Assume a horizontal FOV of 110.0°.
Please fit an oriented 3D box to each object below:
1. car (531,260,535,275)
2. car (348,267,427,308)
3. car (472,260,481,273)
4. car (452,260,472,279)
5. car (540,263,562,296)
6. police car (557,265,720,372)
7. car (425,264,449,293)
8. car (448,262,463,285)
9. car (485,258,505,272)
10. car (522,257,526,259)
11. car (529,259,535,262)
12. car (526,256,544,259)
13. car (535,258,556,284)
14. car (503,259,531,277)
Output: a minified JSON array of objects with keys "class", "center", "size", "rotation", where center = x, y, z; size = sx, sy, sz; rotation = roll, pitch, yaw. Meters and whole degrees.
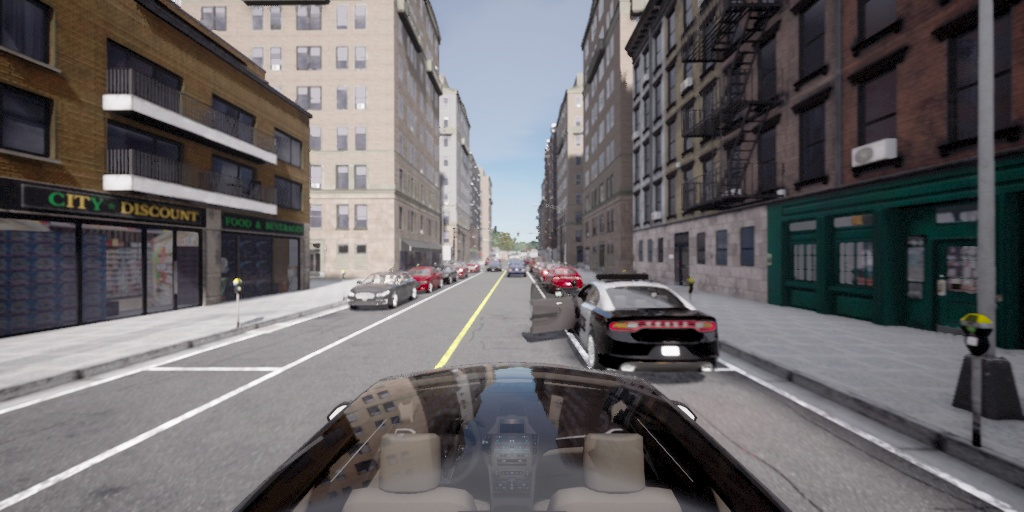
[{"class":"car","center":[3.008,1.278,31.885],"size":[1.888,1.381,4.507],"rotation":[0,0,1]},{"class":"car","center":[-5.218,1.308,14.934],"size":[2.007,1.370,4.403],"rotation":[0,0,1]},{"class":"car","center":[-4.882,1.186,43.344],"size":[1.967,1.591,4.097],"rotation":[0,0,1]},{"class":"car","center":[-5.016,1.191,31.980],"size":[1.967,1.591,4.097],"rotation":[0,0,1]},{"class":"car","center":[2.873,1.282,20.521],"size":[1.888,1.381,4.507],"rotation":[0,0,1]},{"class":"police car","center":[2.324,1.168,7.777],"size":[1.930,1.638,5.238],"rotation":[0,0,1]},{"class":"car","center":[-5.151,1.301,20.616],"size":[1.888,1.381,4.507],"rotation":[0,0,1]},{"class":"car","center":[-5.084,1.319,26.298],"size":[1.948,1.339,4.313],"rotation":[0,0,1]},{"class":"car","center":[-2.220,1.286,46.024],"size":[2.033,1.411,5.357],"rotation":[0,0,1]},{"class":"car","center":[0.530,1.210,45.400],"size":[1.882,1.535,5.008],"rotation":[0,0,1]},{"class":"car","center":[3.076,1.281,37.567],"size":[2.007,1.370,4.403],"rotation":[0,0,1]},{"class":"car","center":[3.143,1.042,43.249],"size":[2.192,1.841,5.009],"rotation":[0,0,1]},{"class":"car","center":[2.941,1.175,26.204],"size":[1.967,1.591,4.097],"rotation":[0,0,1]},{"class":"car","center":[0.477,1.285,34.868],"size":[2.033,1.411,5.357],"rotation":[0,0,1]}]
